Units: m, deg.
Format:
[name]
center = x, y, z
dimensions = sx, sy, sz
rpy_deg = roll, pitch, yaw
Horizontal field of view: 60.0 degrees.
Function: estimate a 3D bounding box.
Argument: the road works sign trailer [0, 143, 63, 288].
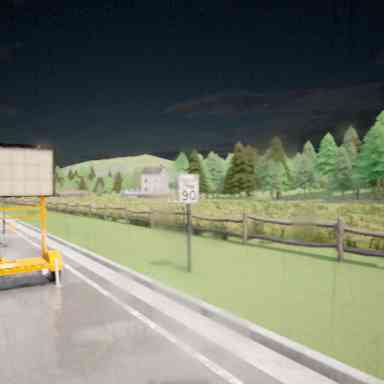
[road works sign trailer]
center = -4.876, 0.541, 8.647
dimensions = 2.380, 3.560, 2.880
rpy_deg = -1, 0, -34
